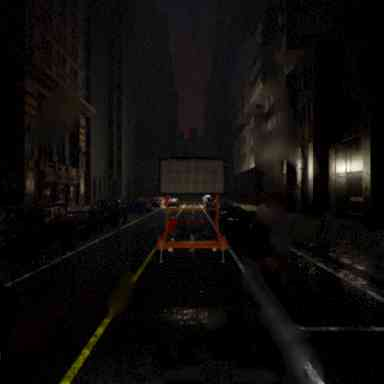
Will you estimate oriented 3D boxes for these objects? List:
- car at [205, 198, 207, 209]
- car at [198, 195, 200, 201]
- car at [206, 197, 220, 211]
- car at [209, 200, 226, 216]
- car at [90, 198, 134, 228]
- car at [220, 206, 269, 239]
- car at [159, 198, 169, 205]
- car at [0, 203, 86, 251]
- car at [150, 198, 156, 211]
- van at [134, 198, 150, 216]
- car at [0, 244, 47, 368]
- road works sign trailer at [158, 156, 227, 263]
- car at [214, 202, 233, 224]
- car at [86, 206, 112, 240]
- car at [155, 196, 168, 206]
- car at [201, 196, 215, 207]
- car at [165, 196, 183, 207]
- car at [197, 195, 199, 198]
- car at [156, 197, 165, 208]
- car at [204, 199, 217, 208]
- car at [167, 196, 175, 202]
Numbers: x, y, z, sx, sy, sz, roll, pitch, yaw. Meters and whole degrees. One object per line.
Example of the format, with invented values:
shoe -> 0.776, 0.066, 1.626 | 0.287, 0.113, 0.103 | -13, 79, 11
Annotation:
car -> 2.799, 1.714, 39.717 | 1.802, 1.307, 4.206 | 0, 0, 0
car -> 2.830, 1.842, 73.330 | 1.802, 1.307, 4.206 | 0, 0, 0
car -> 2.795, 1.552, 34.116 | 1.967, 1.590, 4.097 | 0, 0, 0
car -> 2.789, 1.643, 28.513 | 2.008, 1.369, 4.403 | 0, 0, 0
car -> -5.740, 1.388, 22.907 | 2.192, 1.841, 5.009 | 0, 0, 0
car -> 2.779, 1.621, 17.310 | 1.947, 1.339, 4.313 | 0, 0, 0
car -> -5.701, 1.820, 67.719 | 1.802, 1.307, 4.206 | 0, 0, 0
car -> -5.750, 1.352, 11.704 | 2.192, 1.841, 5.009 | 0, 0, 0
car -> -5.726, 1.657, 39.541 | 1.752, 1.417, 4.829 | 0, 0, 0
van -> -5.730, 1.453, 34.110 | 1.690, 1.788, 3.998 | 0, 0, 0
car -> -3.101, 1.498, 2.137 | 2.128, 1.511, 4.902 | 0, 0, 0
road works sign trailer -> 0.009, 0.503, 12.166 | 2.380, 3.560, 2.880 | 0, 0, 0
car -> 2.784, 1.639, 22.912 | 1.947, 1.339, 4.313 | 0, 0, 0
car -> -5.746, 1.637, 17.304 | 1.802, 1.307, 4.206 | 0, 0, 0
car -> -5.705, 1.657, 62.119 | 1.967, 1.590, 4.097 | 0, 0, 0
car -> 2.805, 1.468, 45.320 | 2.192, 1.841, 5.009 | 0, 0, 0
car -> -2.963, 1.736, 54.612 | 2.033, 1.411, 5.357 | 0, 0, 1
car -> 2.835, 1.864, 78.932 | 1.802, 1.307, 4.206 | 0, 0, 0
car -> -5.715, 1.614, 50.916 | 1.967, 1.590, 4.097 | 0, 0, 0
car -> 2.809, 1.756, 50.922 | 1.802, 1.307, 4.206 | 0, 0, 0
car -> -5.680, 1.851, 89.956 | 1.752, 1.417, 4.829 | 0, 0, 0
